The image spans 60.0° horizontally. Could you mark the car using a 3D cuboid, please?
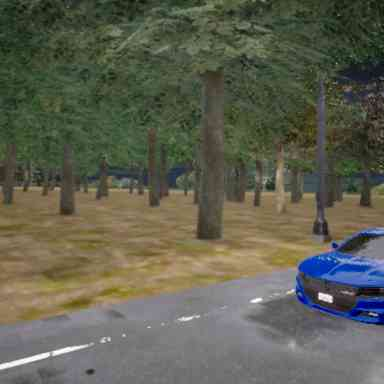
[{"bbox_3d":[4.272,1.519,7.018,5.008,1.535,1.882,1,0,-35],"label":"car"}]
